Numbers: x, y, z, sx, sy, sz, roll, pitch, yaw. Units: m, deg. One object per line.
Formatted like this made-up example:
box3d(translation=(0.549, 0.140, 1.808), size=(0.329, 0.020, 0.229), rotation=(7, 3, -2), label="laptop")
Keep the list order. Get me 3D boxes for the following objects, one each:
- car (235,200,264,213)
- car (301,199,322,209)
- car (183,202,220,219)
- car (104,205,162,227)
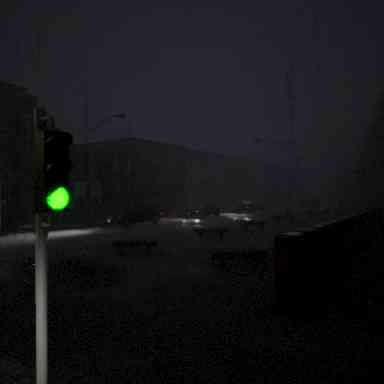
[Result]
box3d(translation=(7.049, 1.713, 40.754), size=(1.882, 1.535, 5.008), rotation=(-1, -1, 36), label="car")
box3d(translation=(17.099, 1.672, 47.619), size=(2.128, 1.511, 4.902), rotation=(-1, -1, 36), label="car")
box3d(translation=(1.057, 1.761, 32.412), size=(1.812, 1.442, 4.674), rotation=(-1, -1, 36), label="car")
box3d(translation=(-4.311, 1.727, 24.914), size=(2.128, 1.511, 4.902), rotation=(-1, -1, 36), label="car")
